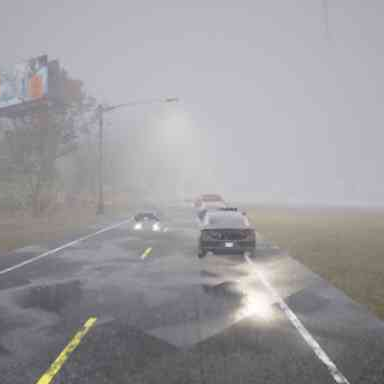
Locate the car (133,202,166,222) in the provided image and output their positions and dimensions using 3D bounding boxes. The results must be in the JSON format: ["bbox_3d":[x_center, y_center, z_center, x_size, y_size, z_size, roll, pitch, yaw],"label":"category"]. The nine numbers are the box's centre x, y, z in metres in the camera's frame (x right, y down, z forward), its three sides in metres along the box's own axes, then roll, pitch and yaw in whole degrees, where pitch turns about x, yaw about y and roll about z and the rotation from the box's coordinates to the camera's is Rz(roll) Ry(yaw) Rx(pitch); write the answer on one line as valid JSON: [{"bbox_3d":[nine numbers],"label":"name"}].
[{"bbox_3d":[-3.142,1.466,25.741,2.033,1.411,5.357,0,0,2],"label":"car"}]

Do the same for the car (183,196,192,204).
[{"bbox_3d":[-0.613,1.509,66.916,1.882,1.535,5.008,0,0,5],"label":"car"}]

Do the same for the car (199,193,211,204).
[{"bbox_3d":[2.582,1.242,63.526,2.150,2.045,5.566,0,0,5],"label":"car"}]

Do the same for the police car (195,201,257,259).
[{"bbox_3d":[1.161,1.368,12.554,1.930,1.638,5.238,0,0,1],"label":"police car"}]

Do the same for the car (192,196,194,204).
[{"bbox_3d":[1.547,1.317,48.806,2.097,1.767,4.553,0,0,4],"label":"car"}]

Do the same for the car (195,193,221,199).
[{"bbox_3d":[1.591,1.144,28.416,2.150,2.045,5.566,0,0,2],"label":"car"}]

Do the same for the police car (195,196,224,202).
[{"bbox_3d":[1.393,1.347,22.519,1.930,1.638,5.238,0,0,2],"label":"police car"}]
